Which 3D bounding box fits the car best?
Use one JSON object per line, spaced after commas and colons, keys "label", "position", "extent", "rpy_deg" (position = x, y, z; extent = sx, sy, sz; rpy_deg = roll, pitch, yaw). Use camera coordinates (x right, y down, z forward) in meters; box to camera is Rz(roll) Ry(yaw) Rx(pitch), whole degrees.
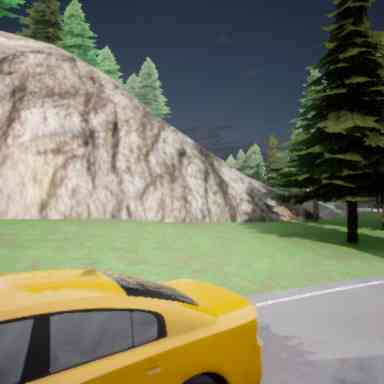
{"label": "car", "position": [-1.655, 1.485, 2.670], "extent": [5.008, 1.535, 1.882], "rpy_deg": [0, 0, -33]}
